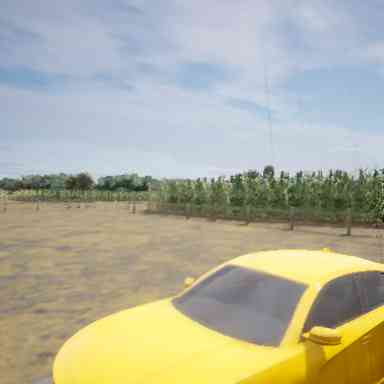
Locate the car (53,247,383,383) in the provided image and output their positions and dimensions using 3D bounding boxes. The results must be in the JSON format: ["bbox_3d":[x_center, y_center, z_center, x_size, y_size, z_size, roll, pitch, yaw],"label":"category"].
[{"bbox_3d":[1.064,1.483,3.817,5.008,1.535,1.882,0,0,-35],"label":"car"}]
